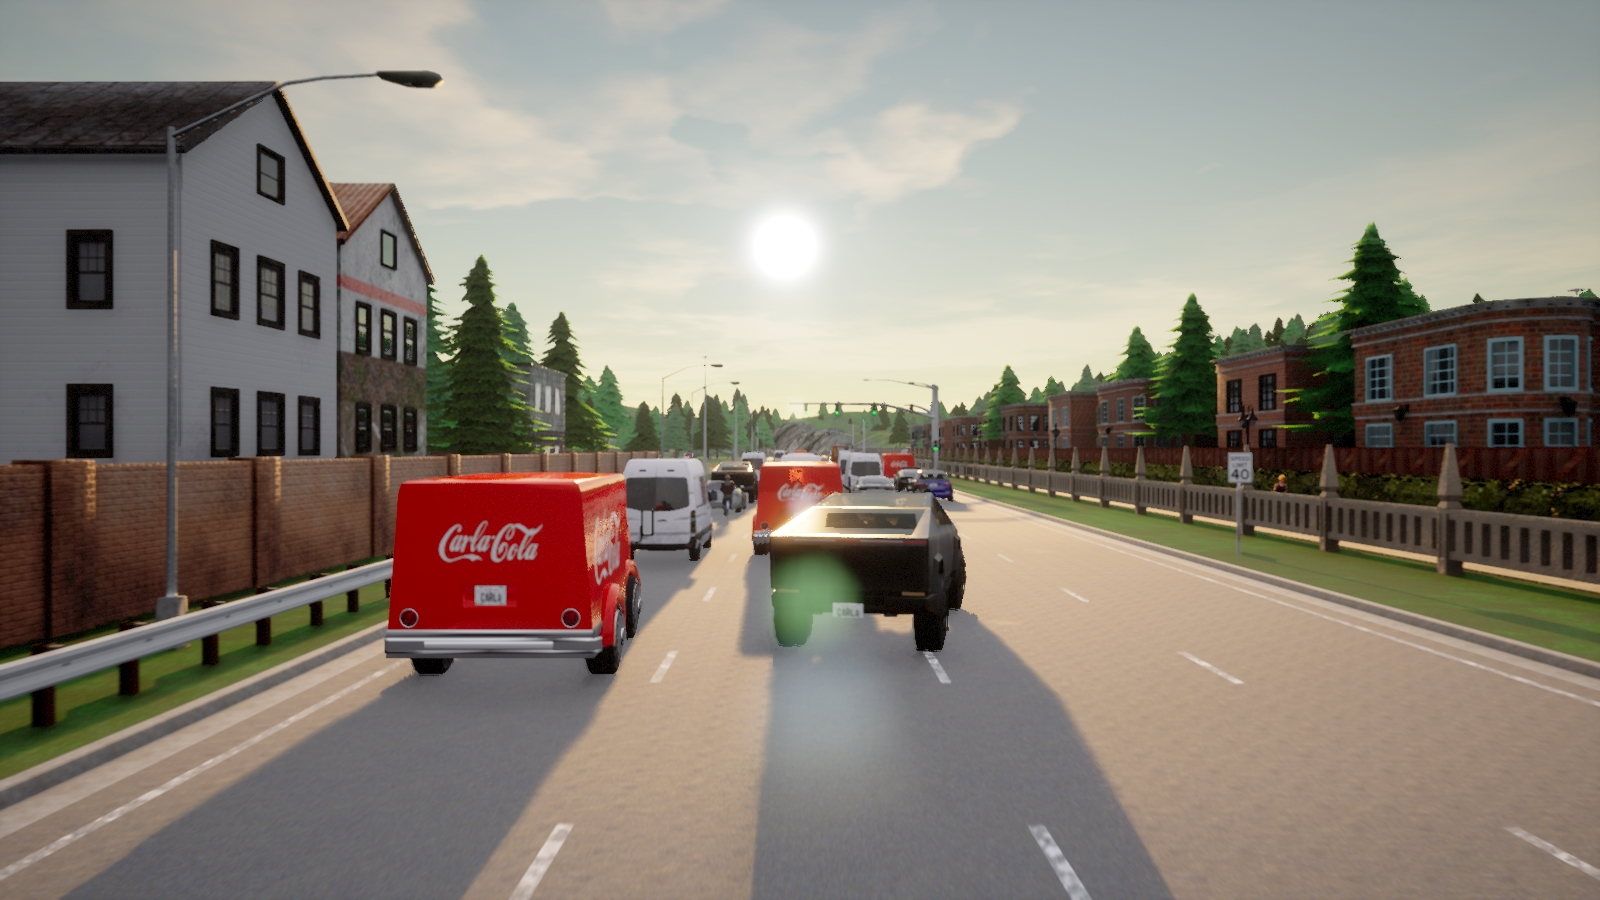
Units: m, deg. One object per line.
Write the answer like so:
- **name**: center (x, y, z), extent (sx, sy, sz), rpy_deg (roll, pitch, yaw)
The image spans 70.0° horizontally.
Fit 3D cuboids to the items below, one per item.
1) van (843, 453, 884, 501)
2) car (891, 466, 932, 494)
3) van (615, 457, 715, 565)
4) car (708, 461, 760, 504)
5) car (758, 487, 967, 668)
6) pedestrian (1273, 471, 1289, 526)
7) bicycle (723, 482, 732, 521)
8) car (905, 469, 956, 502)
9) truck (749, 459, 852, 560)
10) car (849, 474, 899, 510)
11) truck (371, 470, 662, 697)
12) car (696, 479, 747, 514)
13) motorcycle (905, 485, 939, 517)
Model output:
- **van**: center (3.552, 1.466, 64.847), extent (1.988, 2.561, 5.915), rpy_deg (0, 0, 0)
- **car**: center (7.036, 1.906, 72.600), extent (2.097, 1.638, 5.238), rpy_deg (0, 0, 0)
- **van**: center (-3.489, 1.501, 30.647), extent (1.988, 2.561, 5.915), rpy_deg (0, 0, 0)
- **car**: center (-3.469, 1.688, 61.258), extent (2.390, 2.098, 6.274), rpy_deg (0, 0, 0)
- **car**: center (1.238, 1.733, 17.893), extent (2.390, 2.098, 6.274), rpy_deg (0, 0, 11)
- **pedestrian**: center (16.416, 1.659, 38.984), extent (0.375, 1.860, 0.375), rpy_deg (0, 0, 0)
- **bicycle**: center (-2.868, 2.012, 45.070), extent (0.329, 1.471, 1.835), rpy_deg (0, 0, -5)
- **car**: center (7.031, 1.902, 62.115), extent (2.242, 1.667, 4.611), rpy_deg (0, 0, 0)
- **truck**: center (0.016, 1.542, 31.585), extent (2.627, 2.467, 5.204), rpy_deg (0, 1, 0)
- **car**: center (3.527, 1.976, 55.198), extent (2.097, 1.535, 5.006), rpy_deg (0, 0, 0)
- **truck**: center (-3.492, 1.546, 15.416), extent (2.627, 2.467, 5.204), rpy_deg (0, 0, 0)
- **car**: center (-3.516, 2.064, 51.721), extent (1.994, 1.385, 4.181), rpy_deg (0, 0, 0)
- **motorcycle**: center (5.138, 2.153, 48.371), extent (0.867, 1.251, 2.209), rpy_deg (0, 0, -10)
